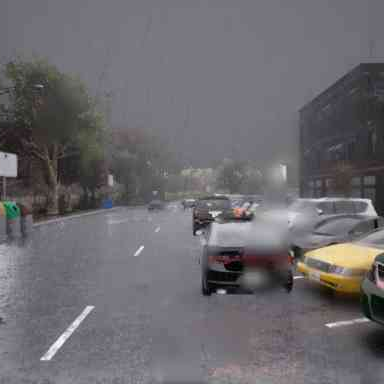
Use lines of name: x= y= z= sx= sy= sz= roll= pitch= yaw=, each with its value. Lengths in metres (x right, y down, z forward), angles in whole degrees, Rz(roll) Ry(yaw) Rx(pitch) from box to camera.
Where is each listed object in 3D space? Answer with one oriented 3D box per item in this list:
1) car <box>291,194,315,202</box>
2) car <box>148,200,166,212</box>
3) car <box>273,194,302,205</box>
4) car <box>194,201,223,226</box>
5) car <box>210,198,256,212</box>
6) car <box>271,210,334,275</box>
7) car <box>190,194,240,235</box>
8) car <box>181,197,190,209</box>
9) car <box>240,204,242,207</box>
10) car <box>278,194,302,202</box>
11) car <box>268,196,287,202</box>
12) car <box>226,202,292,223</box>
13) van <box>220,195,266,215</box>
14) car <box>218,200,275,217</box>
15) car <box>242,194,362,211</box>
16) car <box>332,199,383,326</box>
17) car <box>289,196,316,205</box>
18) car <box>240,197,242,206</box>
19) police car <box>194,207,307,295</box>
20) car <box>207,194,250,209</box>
car: x=26.676 y=1.441 z=80.434 sx=2.435 sy=2.045 sz=5.566 roll=1 pitch=-1 yaw=-22
car: x=-4.208 y=1.677 z=40.379 sx=1.895 sy=1.301 sz=4.718 roll=0 pitch=0 yaw=0
car: x=18.077 y=1.384 z=63.214 sx=2.435 sy=2.045 sz=5.566 roll=0 pitch=1 yaw=-22
car: x=1.101 y=1.512 z=24.783 sx=1.882 sy=1.535 sz=5.008 roll=0 pitch=0 yaw=0
car: x=5.027 y=1.558 z=41.065 sx=5.366 sy=1.575 sz=1.946 roll=1 pitch=0 yaw=-20
car: x=5.269 y=1.523 z=11.085 sx=4.792 sy=1.488 sz=2.163 roll=1 pitch=0 yaw=-20
car: x=1.119 y=1.245 z=18.813 sx=2.150 sy=2.045 sz=5.566 roll=0 pitch=0 yaw=0
car: x=-0.203 y=1.619 z=46.323 sx=1.812 sy=1.442 sz=4.674 roll=0 pitch=0 yaw=0
car: x=5.261 y=1.532 z=17.086 sx=4.792 sy=1.488 sz=2.163 roll=1 pitch=0 yaw=-20
car: x=23.616 y=1.440 z=80.383 sx=2.435 sy=2.045 sz=5.566 roll=0 pitch=-1 yaw=-22
car: x=20.593 y=1.719 z=80.285 sx=2.163 sy=1.488 sz=4.792 roll=0 pitch=-1 yaw=-22
car: x=5.266 y=1.562 z=26.110 sx=4.674 sy=1.452 sz=2.002 roll=1 pitch=0 yaw=-20
van: x=5.344 y=1.323 z=35.168 sx=4.442 sy=1.987 sz=1.878 roll=1 pitch=0 yaw=-20
car: x=5.238 y=1.538 z=32.122 sx=5.008 sy=1.535 sz=2.097 roll=1 pitch=0 yaw=-20
car: x=5.269 y=1.246 z=14.087 sx=5.566 sy=2.045 sz=2.435 roll=1 pitch=0 yaw=-20
car: x=5.299 y=1.236 z=5.070 sx=5.566 sy=2.045 sz=2.435 roll=1 pitch=0 yaw=-20
car: x=20.991 y=1.666 z=63.342 sx=2.163 sy=1.488 sz=4.792 roll=0 pitch=1 yaw=-22
car: x=5.248 y=1.382 z=20.101 sx=4.553 sy=1.767 sz=2.185 roll=1 pitch=0 yaw=-20
police car: x=1.145 y=1.431 z=8.892 sx=1.930 sy=1.638 sz=5.238 roll=0 pitch=0 yaw=0
car: x=5.187 y=1.330 z=47.160 sx=5.566 sy=2.045 sz=2.435 roll=1 pitch=0 yaw=-20
